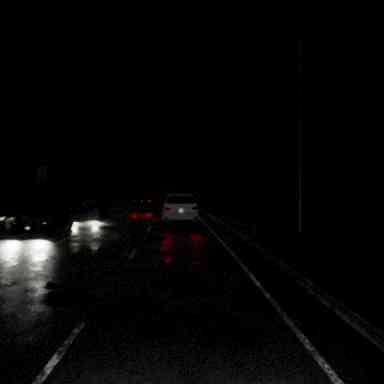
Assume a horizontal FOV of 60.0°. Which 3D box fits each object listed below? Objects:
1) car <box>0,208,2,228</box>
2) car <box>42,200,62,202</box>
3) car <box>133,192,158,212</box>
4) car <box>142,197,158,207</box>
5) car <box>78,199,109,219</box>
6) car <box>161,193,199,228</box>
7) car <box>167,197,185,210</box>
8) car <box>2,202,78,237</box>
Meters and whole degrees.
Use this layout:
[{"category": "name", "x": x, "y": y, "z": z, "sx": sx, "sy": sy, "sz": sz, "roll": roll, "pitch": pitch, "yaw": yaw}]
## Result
[{"category": "car", "x": -11.178, "y": 1.452, "z": 17.423, "sx": 2.033, "sy": 1.411, "sz": 5.357, "roll": 0, "pitch": 0, "yaw": -3}, {"category": "car", "x": -11.762, "y": 1.411, "z": 27.782, "sx": 2.033, "sy": 1.411, "sz": 5.357, "roll": 0, "pitch": 0, "yaw": -3}, {"category": "car", "x": -5.312, "y": 1.058, "z": 37.110, "sx": 2.150, "sy": 2.045, "sz": 5.566, "roll": 0, "pitch": 0, "yaw": -3}, {"category": "car", "x": -5.933, "y": 1.401, "z": 47.763, "sx": 1.994, "sy": 1.385, "sz": 4.181, "roll": 0, "pitch": 0, "yaw": -3}, {"category": "car", "x": -8.257, "y": 1.337, "z": 27.795, "sx": 1.882, "sy": 1.535, "sz": 5.008, "roll": 0, "pitch": 0, "yaw": -3}, {"category": "car", "x": -0.768, "y": 1.094, "z": 21.337, "sx": 2.150, "sy": 2.045, "sz": 5.566, "roll": 0, "pitch": 0, "yaw": -3}, {"category": "car", "x": -2.025, "y": 1.376, "z": 41.557, "sx": 2.033, "sy": 1.411, "sz": 5.357, "roll": 0, "pitch": 0, "yaw": -3}, {"category": "car", "x": -7.674, "y": 1.465, "z": 17.314, "sx": 1.994, "sy": 1.385, "sz": 4.181, "roll": 0, "pitch": 0, "yaw": -3}]
